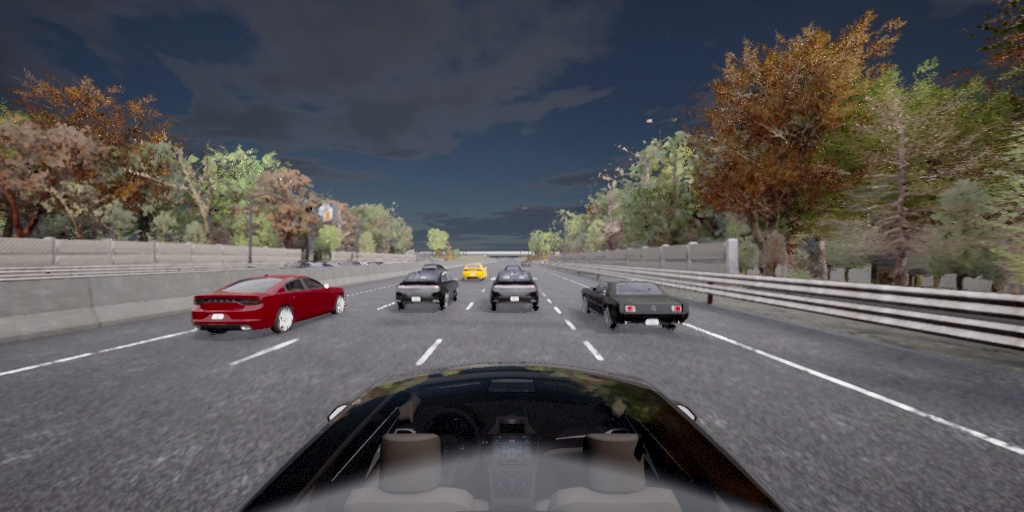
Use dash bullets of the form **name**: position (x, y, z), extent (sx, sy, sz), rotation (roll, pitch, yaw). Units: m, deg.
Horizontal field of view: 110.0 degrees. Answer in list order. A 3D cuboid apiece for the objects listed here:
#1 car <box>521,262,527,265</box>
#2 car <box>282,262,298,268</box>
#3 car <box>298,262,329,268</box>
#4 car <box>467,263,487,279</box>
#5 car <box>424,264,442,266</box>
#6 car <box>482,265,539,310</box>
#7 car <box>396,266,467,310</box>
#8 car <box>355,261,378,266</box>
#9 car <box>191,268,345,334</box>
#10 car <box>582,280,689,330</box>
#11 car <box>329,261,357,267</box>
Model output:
- **car**: position (0.094, 1.523, 32.462), extent (1.994, 1.385, 4.181), rotation (0, 0, 0)
- **car**: position (-28.084, 1.569, 46.945), extent (1.837, 1.490, 4.892), rotation (0, -1, 0)
- **car**: position (-24.596, 1.579, 45.671), extent (1.812, 1.442, 4.674), rotation (0, 0, 0)
- **car**: position (-3.406, 1.443, 33.394), extent (1.882, 1.535, 5.008), rotation (0, 0, 0)
- **car**: position (-6.910, 1.459, 31.805), extent (1.837, 1.490, 4.892), rotation (0, 0, 0)
- **car**: position (0.096, 1.332, 15.256), extent (2.128, 1.511, 4.902), rotation (0, 0, 0)
- **car**: position (-3.405, 1.331, 15.152), extent (2.128, 1.511, 4.902), rotation (0, 0, 0)
- **car**: position (-17.595, 1.613, 45.184), extent (1.994, 1.385, 4.181), rotation (0, 0, 0)
- **car**: position (-6.902, 1.288, 10.885), extent (1.882, 1.535, 5.008), rotation (0, 0, 0)
- **car**: position (3.548, 1.397, 11.369), extent (1.895, 1.301, 4.718), rotation (0, 0, -1)
- **car**: position (-21.095, 1.408, 46.164), extent (2.097, 1.767, 4.553), rotation (0, 0, 0)
